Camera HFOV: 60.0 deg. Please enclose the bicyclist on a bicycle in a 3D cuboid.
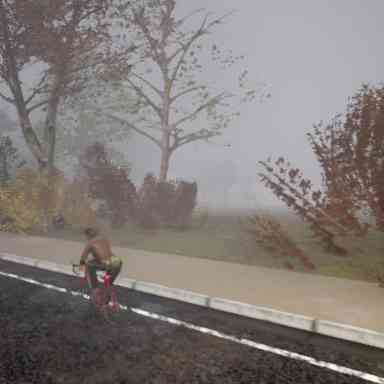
[{"bbox_3d":[-1.655,1.449,5.789,1.656,1.620,0.582,0,0,35],"label":"bicyclist on a bicycle"}]
